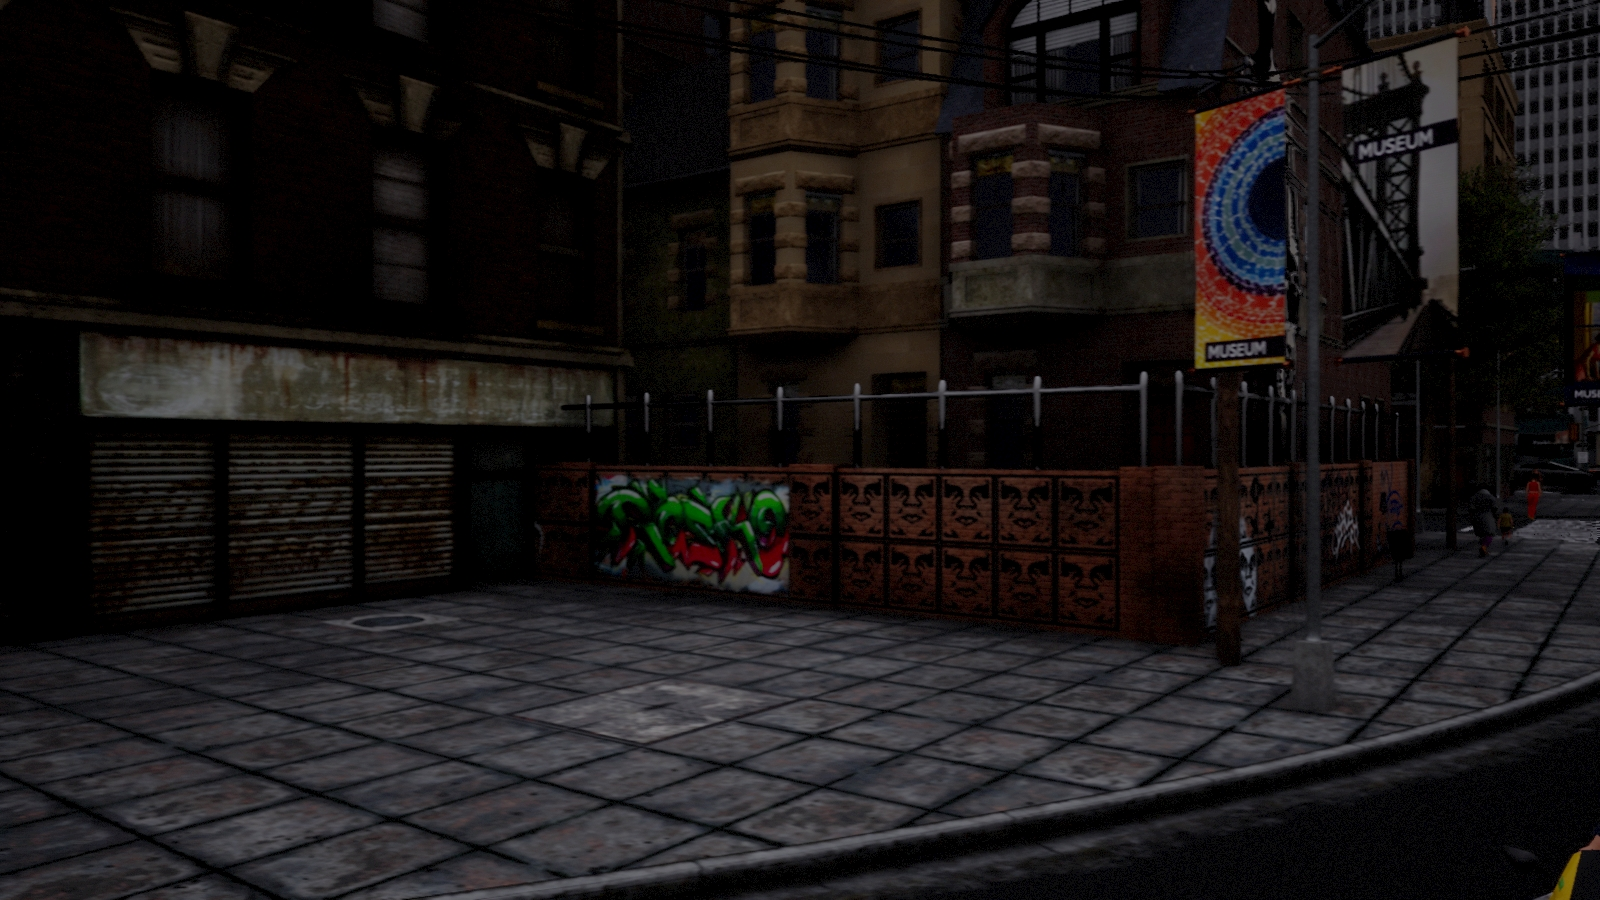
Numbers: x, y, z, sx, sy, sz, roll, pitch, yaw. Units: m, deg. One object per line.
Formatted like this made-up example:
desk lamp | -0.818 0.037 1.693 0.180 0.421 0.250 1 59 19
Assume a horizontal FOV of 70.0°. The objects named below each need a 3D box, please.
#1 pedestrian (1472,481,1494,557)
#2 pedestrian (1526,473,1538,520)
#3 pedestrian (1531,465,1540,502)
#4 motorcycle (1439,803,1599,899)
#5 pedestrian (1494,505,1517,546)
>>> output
pedestrian | 16.973 1.707 28.393 0.375 1.860 0.375 0 0 44
pedestrian | 29.327 1.865 45.766 0.375 1.860 0.375 0 0 37
pedestrian | 37.847 1.717 58.779 0.375 1.860 0.375 0 0 32
motorcycle | 3.769 2.215 4.891 2.033 1.145 0.803 0 -1 -28
pedestrian | 19.673 2.087 31.849 0.500 1.100 0.500 0 0 36
